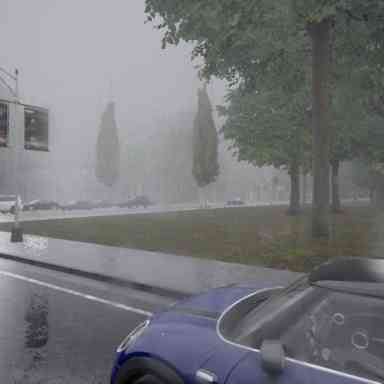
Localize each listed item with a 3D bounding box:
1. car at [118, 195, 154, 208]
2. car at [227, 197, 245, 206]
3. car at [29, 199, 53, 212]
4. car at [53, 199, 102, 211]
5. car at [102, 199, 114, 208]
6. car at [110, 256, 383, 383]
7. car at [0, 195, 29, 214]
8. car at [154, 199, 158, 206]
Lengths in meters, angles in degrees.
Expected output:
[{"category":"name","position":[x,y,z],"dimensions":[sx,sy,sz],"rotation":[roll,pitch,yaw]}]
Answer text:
[{"category":"car","position":[-9.075,1.505,52.606],"dimensions":[2.150,2.045,5.566],"rotation":[0,0,36]},{"category":"car","position":[8.852,1.809,66.558],"dimensions":[2.097,1.767,4.553],"rotation":[0,-1,35]},{"category":"car","position":[-19.724,1.684,43.067],"dimensions":[1.882,1.535,5.008],"rotation":[0,0,35]},{"category":"car","position":[-15.067,1.768,44.055],"dimensions":[2.033,1.411,5.357],"rotation":[0,0,35]},{"category":"car","position":[-14.040,1.826,51.185],"dimensions":[1.994,1.385,4.181],"rotation":[0,0,35]},{"category":"car","position":[1.436,1.352,2.665],"dimensions":[4.553,1.767,2.097],"rotation":[0,0,36]},{"category":"car","position":[-21.033,1.389,35.541],"dimensions":[2.150,2.045,5.566],"rotation":[0,0,34]},{"category":"car","position":[-8.090,1.825,59.626],"dimensions":[2.128,1.511,4.902],"rotation":[0,0,36]}]
